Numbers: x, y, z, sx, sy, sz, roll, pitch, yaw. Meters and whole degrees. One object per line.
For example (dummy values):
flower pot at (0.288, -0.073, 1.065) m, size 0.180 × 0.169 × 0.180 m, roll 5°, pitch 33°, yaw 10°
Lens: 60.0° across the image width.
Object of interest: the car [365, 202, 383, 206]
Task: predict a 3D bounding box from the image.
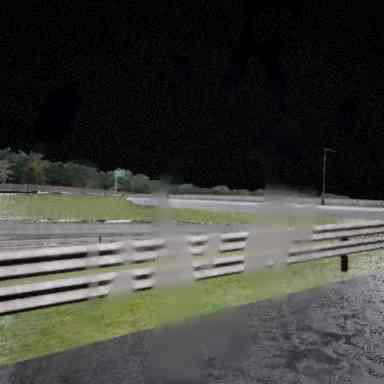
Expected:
car at (33.092, 2.222, 58.078) m, size 5.357 × 1.411 × 2.033 m, roll 2°, pitch -2°, yaw 30°
